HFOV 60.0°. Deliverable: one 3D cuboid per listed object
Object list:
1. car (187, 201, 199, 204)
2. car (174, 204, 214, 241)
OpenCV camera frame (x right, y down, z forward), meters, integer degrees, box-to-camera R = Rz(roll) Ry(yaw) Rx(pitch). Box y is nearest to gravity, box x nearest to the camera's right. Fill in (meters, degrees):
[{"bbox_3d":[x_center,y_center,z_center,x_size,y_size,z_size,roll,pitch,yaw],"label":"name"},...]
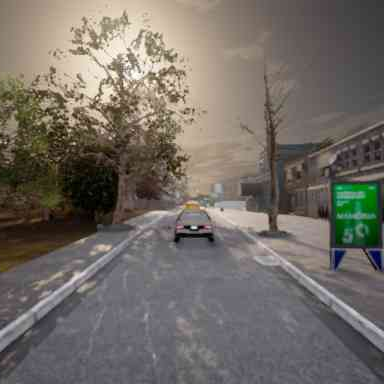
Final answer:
[{"bbox_3d":[0.075,1.890,42.656,1.882,1.535,5.008,0,-2,0],"label":"car"},{"bbox_3d":[0.090,1.560,16.628,2.033,1.411,5.357,0,0,0],"label":"car"}]
